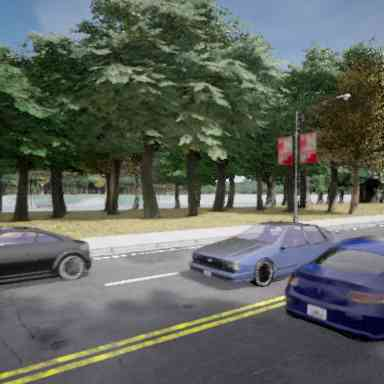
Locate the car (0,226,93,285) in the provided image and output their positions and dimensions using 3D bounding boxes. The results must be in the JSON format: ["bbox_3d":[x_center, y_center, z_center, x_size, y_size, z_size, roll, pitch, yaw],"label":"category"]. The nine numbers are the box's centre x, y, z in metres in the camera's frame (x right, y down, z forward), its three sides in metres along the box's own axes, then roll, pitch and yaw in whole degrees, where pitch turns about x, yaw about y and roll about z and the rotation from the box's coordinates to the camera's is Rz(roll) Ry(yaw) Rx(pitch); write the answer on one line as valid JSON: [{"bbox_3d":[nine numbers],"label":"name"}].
[{"bbox_3d":[-4.696,1.567,8.321,4.181,1.385,1.994,0,0,-36],"label":"car"}]

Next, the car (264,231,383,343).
[{"bbox_3d":[3.639,1.541,6.044,4.674,1.442,1.812,0,0,-36],"label":"car"}]

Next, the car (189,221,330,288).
[{"bbox_3d":[2.538,1.566,9.501,5.357,1.411,2.033,0,0,-36],"label":"car"}]
